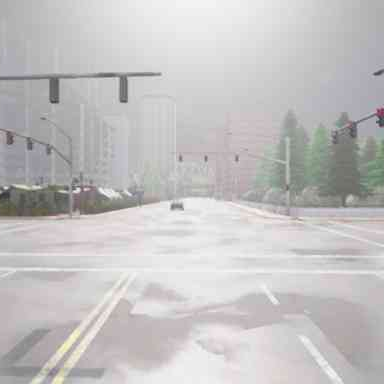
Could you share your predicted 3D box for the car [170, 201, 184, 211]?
[{"bbox_3d":[-2.198,2.041,49.512,1.895,1.301,4.718,0,-1,2],"label":"car"}]
